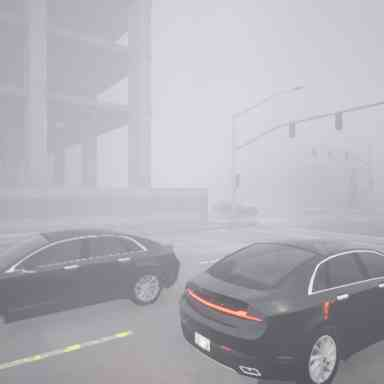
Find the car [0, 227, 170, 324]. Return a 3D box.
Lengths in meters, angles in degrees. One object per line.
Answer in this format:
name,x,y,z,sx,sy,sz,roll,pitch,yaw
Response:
car,-2.538,1.505,6.484,4.892,1.490,1.837,0,0,-35

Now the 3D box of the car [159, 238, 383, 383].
car,2.106,1.505,5.292,4.892,1.490,1.837,0,0,-35

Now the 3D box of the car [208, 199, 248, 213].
car,3.991,1.526,37.850,1.812,1.442,4.674,0,0,-36

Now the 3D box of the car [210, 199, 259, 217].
car,4.128,1.601,31.696,1.895,1.301,4.718,0,0,-36
